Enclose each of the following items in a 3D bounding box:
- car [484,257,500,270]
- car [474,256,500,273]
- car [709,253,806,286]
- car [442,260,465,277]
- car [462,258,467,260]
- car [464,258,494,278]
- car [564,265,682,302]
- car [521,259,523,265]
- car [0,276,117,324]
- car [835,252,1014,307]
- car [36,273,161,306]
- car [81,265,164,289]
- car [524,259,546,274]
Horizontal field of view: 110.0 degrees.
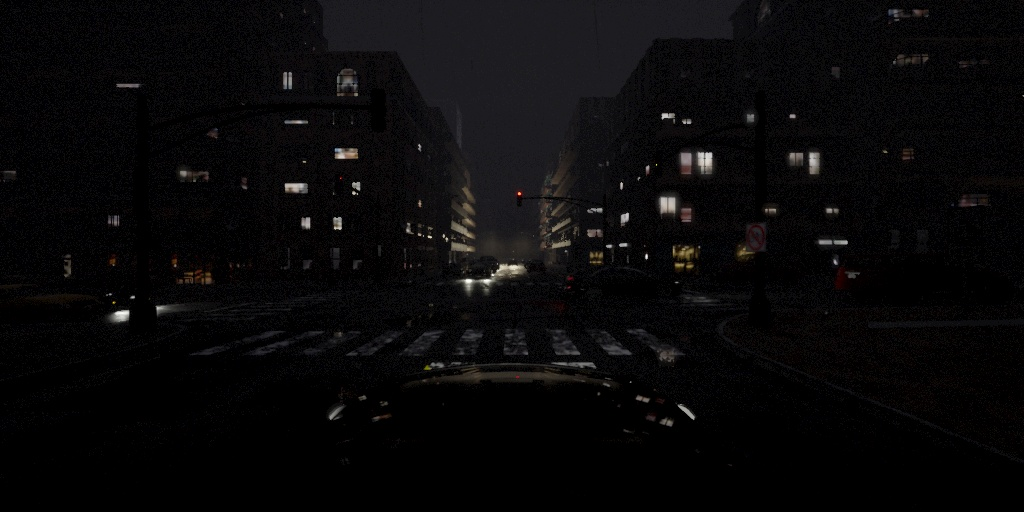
[{"bbox_3d":[-2.979,1.116,54.416,2.097,1.767,4.553,0,0,0],"label":"car"},{"bbox_3d":[-3.014,0.981,44.083,2.150,2.045,5.566,0,0,0],"label":"car"},{"bbox_3d":[14.615,0.759,21.412,5.009,1.841,2.192,0,0,0],"label":"car"},{"bbox_3d":[-5.623,1.322,35.117,1.948,1.339,4.313,0,0,0],"label":"car"},{"bbox_3d":[-5.612,1.283,40.630,1.751,1.417,4.829,0,0,0],"label":"car"},{"bbox_3d":[-3.036,1.233,34.102,1.882,1.535,5.008,0,0,0],"label":"car"},{"bbox_3d":[4.737,1.131,15.555,4.902,1.511,2.128,-1,0,0],"label":"car"},{"bbox_3d":[2.803,1.348,57.832,1.802,1.307,4.207,0,0,0],"label":"car"},{"bbox_3d":[-17.608,1.585,12.815,4.829,1.417,1.751,0,0,0],"label":"car"},{"bbox_3d":[14.733,0.775,13.032,5.009,1.841,2.192,0,0,0],"label":"car"},{"bbox_3d":[-18.294,1.626,15.400,4.181,1.385,1.994,-1,0,0],"label":"car"},{"bbox_3d":[-23.560,1.462,21.123,5.009,1.841,2.192,0,0,0],"label":"car"},{"bbox_3d":[2.769,1.198,40.785,1.967,1.591,4.097,0,0,0],"label":"car"}]
